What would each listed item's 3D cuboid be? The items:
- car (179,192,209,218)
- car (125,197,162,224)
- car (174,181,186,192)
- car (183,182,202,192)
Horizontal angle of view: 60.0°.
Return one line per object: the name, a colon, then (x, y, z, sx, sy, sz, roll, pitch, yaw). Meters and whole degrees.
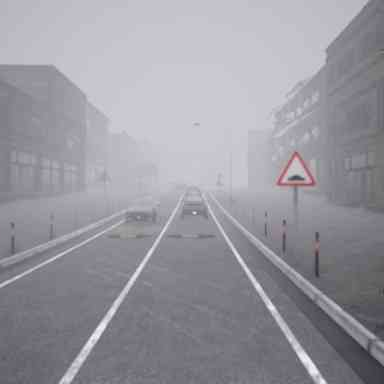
car: (0.169, 1.022, 24.255, 1.837, 1.490, 4.892, 0, 2, 0)
car: (-3.036, 1.095, 21.561, 1.882, 1.535, 5.008, 0, 2, 0)
car: (-2.086, -1.121, 63.489, 2.150, 2.045, 5.566, 0, 2, 5)
car: (0.235, -0.023, 42.483, 2.033, 1.649, 4.856, 0, 3, 0)
